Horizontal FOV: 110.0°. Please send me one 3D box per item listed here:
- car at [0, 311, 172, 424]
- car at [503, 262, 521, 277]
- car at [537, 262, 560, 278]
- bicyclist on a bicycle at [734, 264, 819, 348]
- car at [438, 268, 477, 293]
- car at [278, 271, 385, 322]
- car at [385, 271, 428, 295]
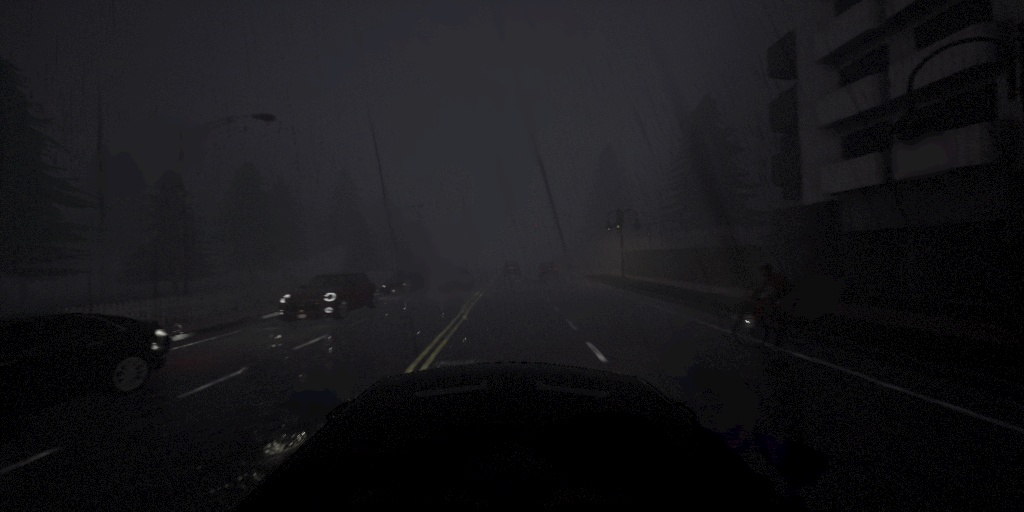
[{"bbox_3d":[-7.147,1.570,4.489,1.837,1.490,4.892,-2,0,0],"label":"car"},{"bbox_3d":[0.013,1.441,39.928,2.128,1.511,4.902,-2,0,0],"label":"car"},{"bbox_3d":[3.499,1.323,34.624,2.033,1.411,5.357,-2,0,0],"label":"car"},{"bbox_3d":[5.090,0.973,6.932,1.656,1.620,0.582,-2,0,0],"label":"bicyclist on a bicycle"},{"bbox_3d":[-3.563,1.547,24.163,1.812,1.442,4.674,-2,0,0],"label":"car"},{"bbox_3d":[-7.144,1.469,14.427,2.097,1.767,4.553,-2,0,0],"label":"car"},{"bbox_3d":[-7.059,1.718,24.160,2.033,1.411,5.357,-2,0,0],"label":"car"}]
